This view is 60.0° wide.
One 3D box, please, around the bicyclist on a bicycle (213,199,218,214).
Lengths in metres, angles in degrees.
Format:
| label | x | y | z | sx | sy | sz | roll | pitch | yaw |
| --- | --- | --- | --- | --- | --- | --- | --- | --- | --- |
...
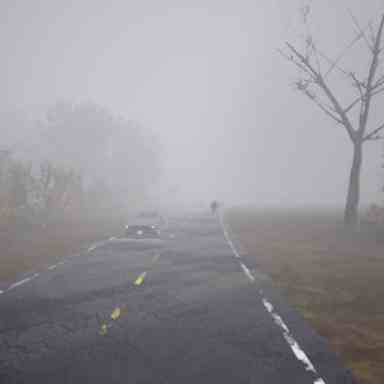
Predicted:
| label | x | y | z | sx | sy | sz | roll | pitch | yaw |
| --- | --- | --- | --- | --- | --- | --- | --- | --- | --- |
| bicyclist on a bicycle | 2.921 | 1.801 | 41.224 | 0.659 | 1.776 | 1.843 | 0 | 0 | 5 |

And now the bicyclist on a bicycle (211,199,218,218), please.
| label | x | y | z | sx | sy | sz | roll | pitch | yaw |
| --- | --- | --- | --- | --- | --- | --- | --- | --- | --- |
| bicyclist on a bicycle | 2.117 | 1.704 | 32.051 | 0.659 | 1.776 | 1.843 | 0 | 0 | 4 |

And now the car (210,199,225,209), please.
| label | x | y | z | sx | sy | sz | roll | pitch | yaw |
| --- | --- | --- | --- | --- | --- | --- | --- | --- | --- |
| car | 4.247 | 2.179 | 58.422 | 1.994 | 1.385 | 4.181 | 0 | -1 | 8 |

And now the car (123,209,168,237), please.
| label | x | y | z | sx | sy | sz | roll | pitch | yaw |
| --- | --- | --- | --- | --- | --- | --- | --- | --- | --- |
| car | -2.586 | 1.750 | 19.890 | 2.033 | 1.411 | 5.357 | 0 | -1 | 3 |

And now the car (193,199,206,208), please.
| label | x | y | z | sx | sy | sz | roll | pitch | yaw |
| --- | --- | --- | --- | --- | --- | --- | --- | --- | --- |
| car | 1.451 | 2.134 | 61.170 | 2.128 | 1.511 | 4.902 | 0 | -1 | 9 |

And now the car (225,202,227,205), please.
| label | x | y | z | sx | sy | sz | roll | pitch | yaw |
| --- | --- | --- | --- | --- | --- | --- | --- | --- | --- |
| car | 6.473 | 2.333 | 73.409 | 1.994 | 1.385 | 4.181 | 0 | -1 | 10 |
